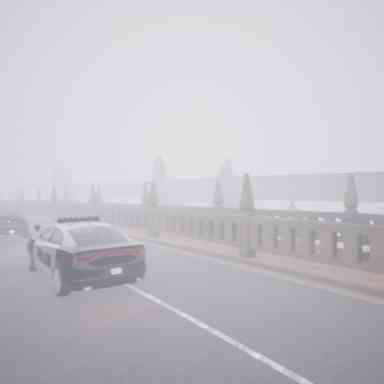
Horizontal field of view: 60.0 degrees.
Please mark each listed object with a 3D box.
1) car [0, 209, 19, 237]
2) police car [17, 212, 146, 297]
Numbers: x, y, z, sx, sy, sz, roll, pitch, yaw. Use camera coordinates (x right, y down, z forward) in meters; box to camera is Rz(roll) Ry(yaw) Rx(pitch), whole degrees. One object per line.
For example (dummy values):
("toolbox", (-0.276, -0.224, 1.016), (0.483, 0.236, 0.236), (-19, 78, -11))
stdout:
("car", (-10.105, 1.647, 17.459), (1.837, 1.490, 4.892), (0, 0, -43))
("police car", (-3.140, 1.482, 9.085), (1.930, 1.638, 5.238), (0, 0, -37))
